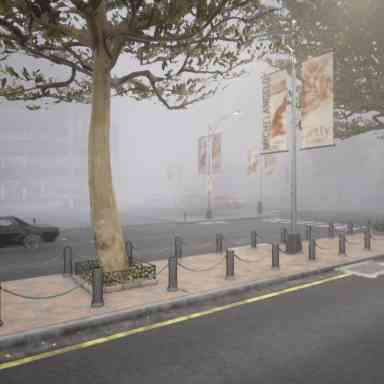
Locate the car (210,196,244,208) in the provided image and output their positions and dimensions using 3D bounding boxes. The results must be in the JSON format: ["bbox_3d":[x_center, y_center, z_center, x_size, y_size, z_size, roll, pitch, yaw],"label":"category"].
[{"bbox_3d":[4.915,1.352,48.890,2.097,1.767,4.553,0,0,-35],"label":"car"}]

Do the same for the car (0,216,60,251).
[{"bbox_3d":[-7.694,1.601,12.615,4.718,1.301,1.895,0,0,-36],"label":"car"}]

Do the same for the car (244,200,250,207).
[{"bbox_3d":[6.978,1.525,52.034,1.812,1.442,4.674,0,0,-36],"label":"car"}]

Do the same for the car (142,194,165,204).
[{"bbox_3d":[-7.991,1.564,65.611,4.181,1.385,1.994,0,0,44],"label":"car"}]

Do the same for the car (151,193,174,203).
[{"bbox_3d":[-6.355,1.222,69.170,5.566,2.045,2.150,0,0,41],"label":"car"}]

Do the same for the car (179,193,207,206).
[{"bbox_3d":[-0.181,1.352,55.969,2.097,1.767,4.553,0,0,-36],"label":"car"}]
